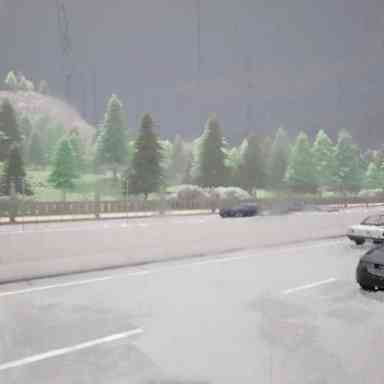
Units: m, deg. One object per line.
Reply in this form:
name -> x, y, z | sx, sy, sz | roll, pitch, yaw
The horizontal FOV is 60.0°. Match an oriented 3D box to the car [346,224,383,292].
car -> 5.705, 1.572, 7.776 | 4.181, 1.385, 1.994 | 0, 0, -35

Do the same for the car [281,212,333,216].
car -> 8.624, 1.622, 22.942 | 4.718, 1.301, 1.895 | 0, 0, -35

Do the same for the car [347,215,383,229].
car -> 8.688, 1.614, 14.171 | 4.718, 1.301, 1.895 | 0, 0, -35

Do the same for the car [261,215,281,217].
car -> 7.540, 1.516, 26.460 | 4.902, 1.511, 2.128 | 0, 0, -35
